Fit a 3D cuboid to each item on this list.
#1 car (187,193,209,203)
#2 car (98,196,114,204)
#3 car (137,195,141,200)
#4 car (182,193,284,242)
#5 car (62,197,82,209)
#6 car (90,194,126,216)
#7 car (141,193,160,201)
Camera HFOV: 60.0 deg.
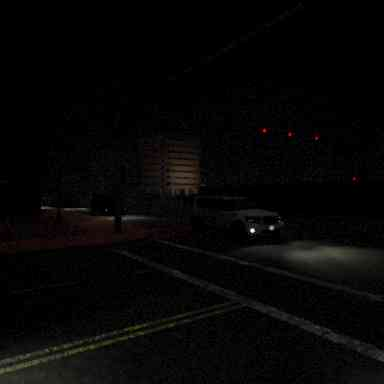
[{"bbox_3d":[1.207,1.156,65.255,3.866,1.878,1.905,0,0,-34],"label":"car"},{"bbox_3d":[-17.252,1.526,66.768,1.812,1.442,4.674,0,0,-33],"label":"car"},{"bbox_3d":[-11.404,1.153,83.910,4.605,1.855,1.932,0,0,-34],"label":"car"},{"bbox_3d":[2.004,1.222,16.865,2.150,2.045,5.566,0,0,-33],"label":"car"},{"bbox_3d":[-16.763,1.503,46.204,1.837,1.490,4.892,0,0,-32],"label":"car"},{"bbox_3d":[-8.458,1.219,33.196,2.150,2.045,5.566,0,0,-33],"label":"car"},{"bbox_3d":[-9.827,1.156,81.483,3.866,1.878,1.905,0,0,-34],"label":"car"}]
